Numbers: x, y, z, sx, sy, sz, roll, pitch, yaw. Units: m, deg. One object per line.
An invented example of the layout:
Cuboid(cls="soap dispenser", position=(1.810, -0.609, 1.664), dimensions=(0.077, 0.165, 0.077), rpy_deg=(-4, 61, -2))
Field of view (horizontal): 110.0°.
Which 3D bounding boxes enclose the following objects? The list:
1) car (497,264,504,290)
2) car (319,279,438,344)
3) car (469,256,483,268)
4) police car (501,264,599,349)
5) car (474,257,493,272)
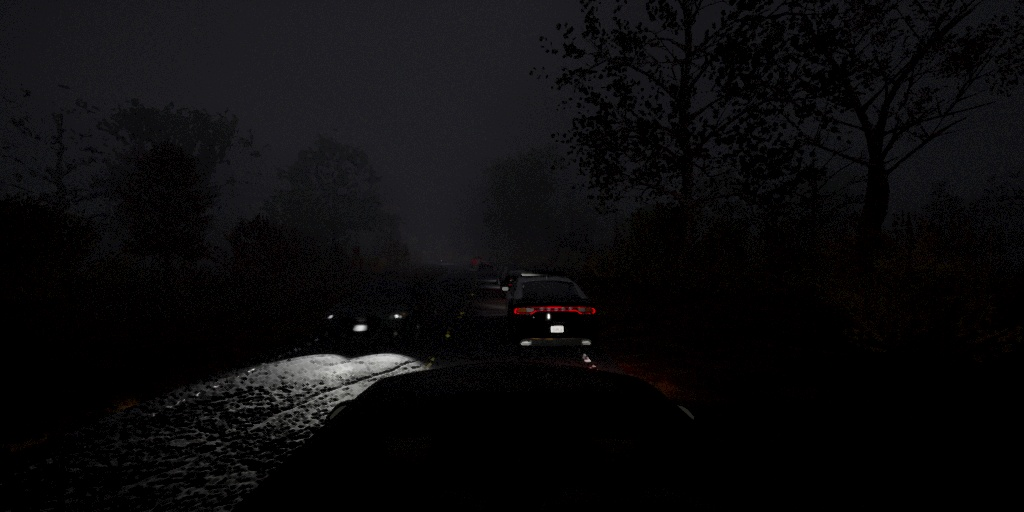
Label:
Cuboid(cls="car", position=(0.315, 1.275, 19.295), dimensions=(1.812, 1.442, 4.674), rpy_deg=(0, 0, -4))
Cuboid(cls="car", position=(-3.222, 1.314, 9.465), dimensions=(1.994, 1.385, 4.181), rpy_deg=(0, 0, -2))
Cuboid(cls="car", position=(-5.986, 0.966, 60.660), dimensions=(2.150, 2.045, 5.566), rpy_deg=(0, 0, -12))
Cuboid(cls="police car", position=(0.775, 1.175, 9.337), dimensions=(1.930, 1.638, 5.238), rpy_deg=(0, 0, -2))
Cuboid(cls="car", position=(-3.575, 1.224, 47.102), dimensions=(1.882, 1.535, 5.008), rpy_deg=(0, 0, -9))
